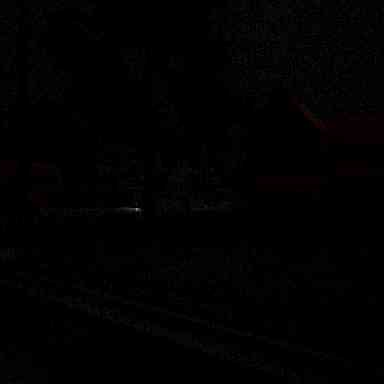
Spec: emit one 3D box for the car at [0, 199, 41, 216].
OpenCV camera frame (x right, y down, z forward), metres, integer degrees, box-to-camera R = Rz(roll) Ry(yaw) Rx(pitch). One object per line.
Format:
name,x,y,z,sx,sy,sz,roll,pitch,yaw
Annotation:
car,-17.364,1.492,32.520,1.837,1.490,4.892,0,0,34

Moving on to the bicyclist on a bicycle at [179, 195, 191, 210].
bicyclist on a bicycle,-0.831,1.215,38.252,1.656,1.620,0.582,0,0,34

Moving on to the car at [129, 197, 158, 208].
car,-6.904,1.493,47.888,1.837,1.490,4.892,0,0,35

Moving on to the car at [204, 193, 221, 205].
car,3.646,1.210,58.520,2.150,2.045,5.566,0,0,14
